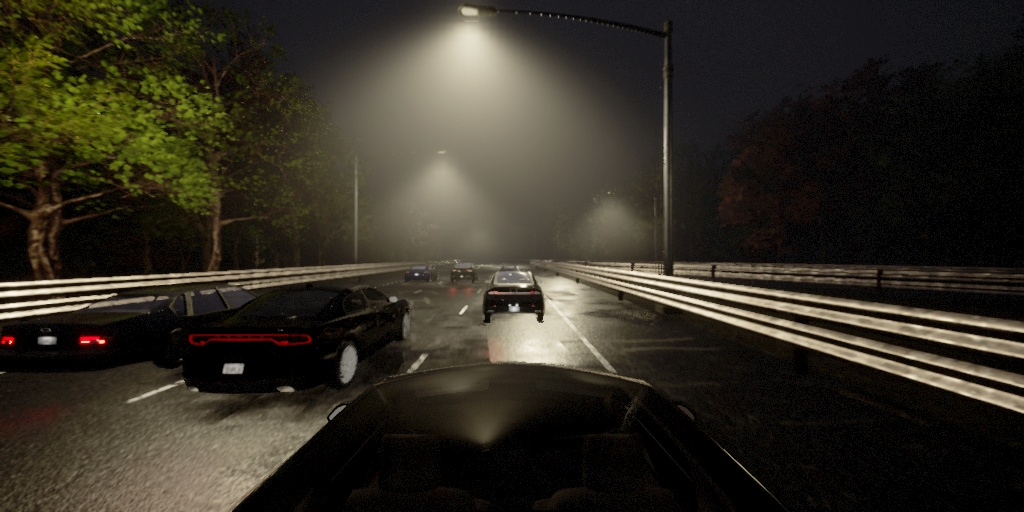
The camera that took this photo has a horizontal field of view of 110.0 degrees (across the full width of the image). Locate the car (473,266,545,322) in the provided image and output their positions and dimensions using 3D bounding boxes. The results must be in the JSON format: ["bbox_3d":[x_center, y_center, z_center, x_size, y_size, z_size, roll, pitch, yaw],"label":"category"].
[{"bbox_3d":[0.046,1.255,12.353,2.128,1.511,4.902,0,0,0],"label":"car"}]

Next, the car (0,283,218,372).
[{"bbox_3d":[-6.922,1.307,7.839,2.033,1.411,5.357,0,0,0],"label":"car"}]

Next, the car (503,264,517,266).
[{"bbox_3d":[-0.169,1.359,28.834,1.994,1.385,4.181,0,0,-1],"label":"car"}]

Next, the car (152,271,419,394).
[{"bbox_3d":[-3.424,1.234,6.873,1.882,1.535,5.008,0,0,0],"label":"car"}]

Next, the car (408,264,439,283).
[{"bbox_3d":[-7.170,1.362,28.803,1.994,1.385,4.181,0,0,-1],"label":"car"}]

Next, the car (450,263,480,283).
[{"bbox_3d":[-3.657,1.287,28.189,2.128,1.511,4.902,0,0,-1],"label":"car"}]
